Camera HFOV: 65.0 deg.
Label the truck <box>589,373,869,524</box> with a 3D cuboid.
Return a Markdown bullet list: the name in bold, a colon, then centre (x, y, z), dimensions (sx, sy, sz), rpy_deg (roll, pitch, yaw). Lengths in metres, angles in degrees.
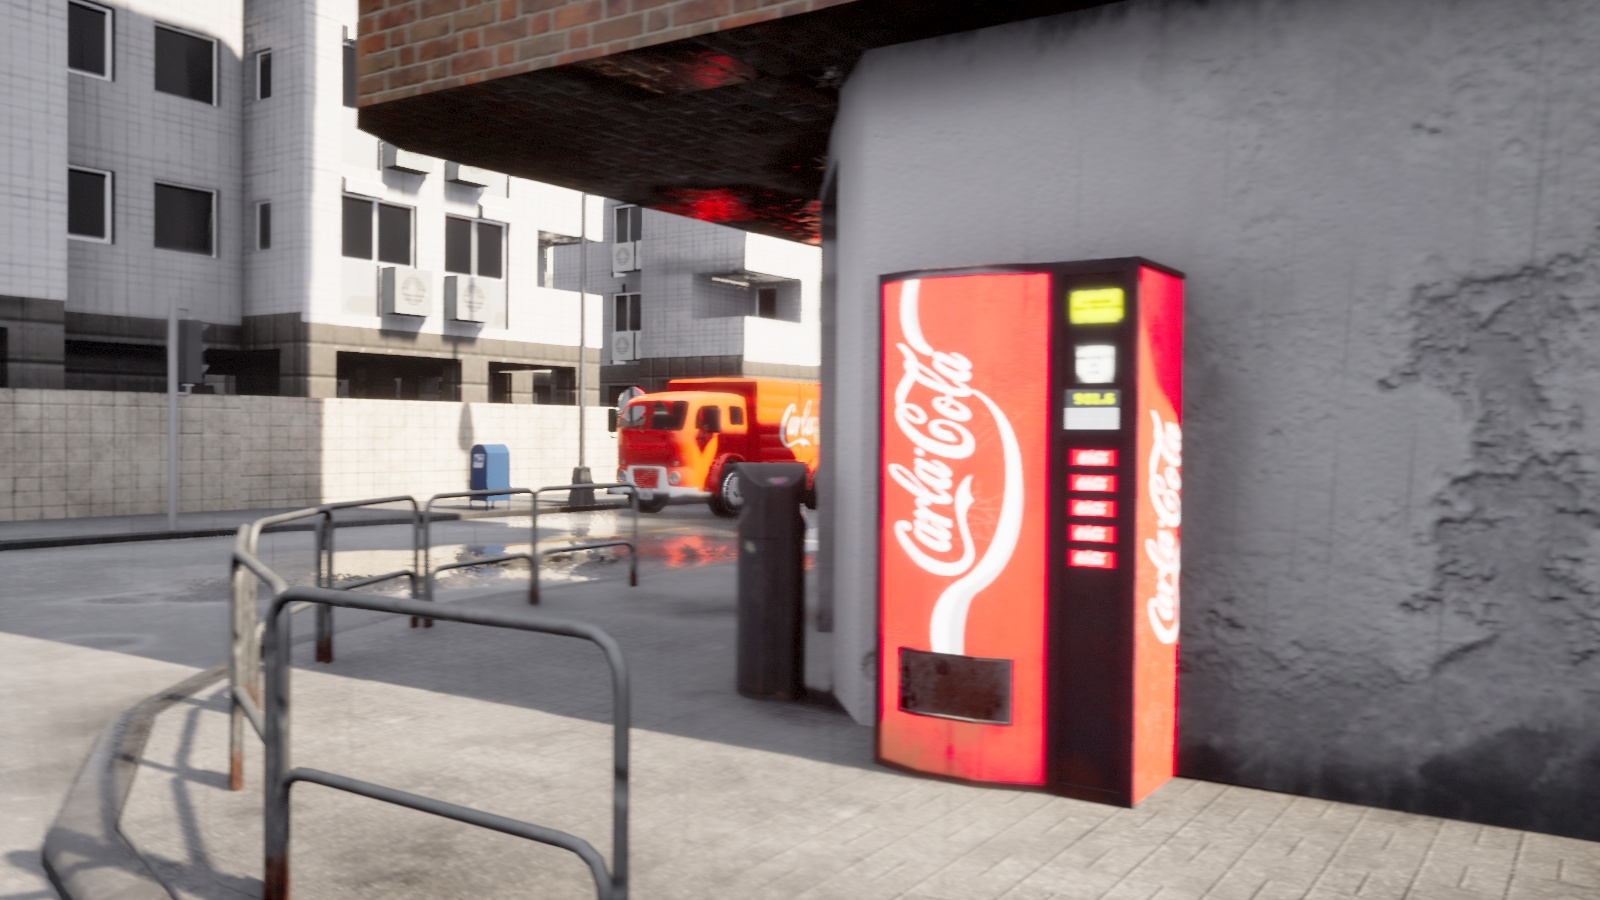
- **truck**: centre (-1.163, -0.064, 23.488), dimensions (2.627, 2.467, 5.204), rpy_deg (0, 1, 33)
